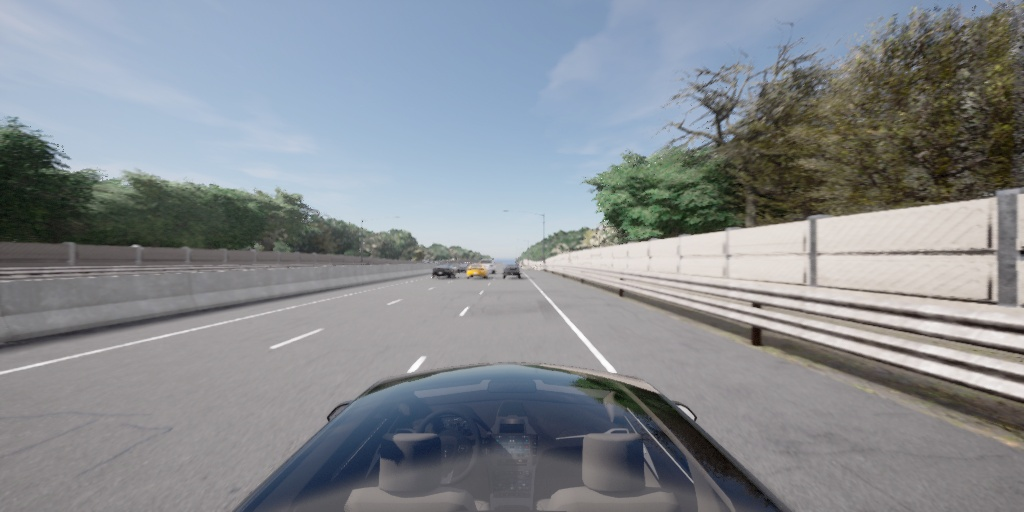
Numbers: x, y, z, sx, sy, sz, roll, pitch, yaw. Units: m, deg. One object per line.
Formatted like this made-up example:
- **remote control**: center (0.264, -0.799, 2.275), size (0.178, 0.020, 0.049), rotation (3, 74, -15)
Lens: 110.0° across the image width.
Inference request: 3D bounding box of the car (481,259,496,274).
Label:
- **car**: center (-3.476, 1.461, 51.181), size (2.150, 2.045, 5.566), rotation (0, 0, 1)

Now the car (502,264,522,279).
- **car**: center (-0.002, 1.553, 37.247), size (1.837, 1.490, 4.892), rotation (0, -1, 0)

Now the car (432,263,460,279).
- **car**: center (-6.999, 1.530, 37.544), size (1.882, 1.535, 5.008), rotation (0, -1, 0)

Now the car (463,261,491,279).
- **car**: center (-3.504, 1.525, 37.093), size (1.882, 1.535, 5.008), rotation (0, -1, 0)

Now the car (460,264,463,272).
- **car**: center (-6.962, 1.824, 53.933), size (2.033, 1.411, 5.357), rotation (0, -1, 1)
